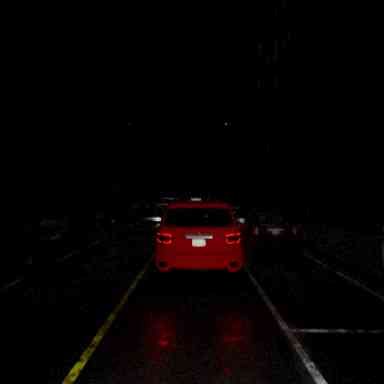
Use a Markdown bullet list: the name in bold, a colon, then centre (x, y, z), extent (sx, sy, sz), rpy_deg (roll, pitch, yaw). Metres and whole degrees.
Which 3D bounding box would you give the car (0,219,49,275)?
- **car**: centre (-5.586, 1.585, 8.363), extent (1.947, 1.339, 4.313), rpy_deg (0, 0, 1)

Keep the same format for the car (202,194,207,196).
- **car**: centre (3.739, 1.660, 72.854), extent (1.967, 1.590, 4.097), rpy_deg (0, 0, 1)

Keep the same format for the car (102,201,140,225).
- **car**: centre (-5.390, 1.626, 24.866), extent (1.947, 1.339, 4.313), rpy_deg (0, 0, 1)

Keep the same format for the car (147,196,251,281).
- **car**: centre (0.201, 1.243, 10.053), extent (2.150, 2.045, 5.566), rpy_deg (0, -1, 1)

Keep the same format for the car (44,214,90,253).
- **car**: centre (-5.520, 1.615, 13.864), extent (1.802, 1.307, 4.206), rpy_deg (0, 0, 1)

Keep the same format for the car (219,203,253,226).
- **car**: centre (3.134, 1.612, 24.765), extent (2.008, 1.369, 4.403), rpy_deg (0, 0, 1)

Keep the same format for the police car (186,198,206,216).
- **police car**: centre (0.401, 1.512, 34.912), extent (1.930, 1.638, 5.238), rpy_deg (0, 0, 0)

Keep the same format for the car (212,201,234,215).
- **car**: centre (3.265, 1.656, 35.766), extent (1.947, 1.339, 4.313), rpy_deg (0, 0, 1)

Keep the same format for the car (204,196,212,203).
- **car**: centre (3.815, 1.769, 78.432), extent (1.752, 1.417, 4.829), rpy_deg (0, 0, 1)

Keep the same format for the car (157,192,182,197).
- **car**: centre (-2.581, 0.971, 36.581), extent (2.150, 2.045, 5.566), rpy_deg (0, 0, 1)

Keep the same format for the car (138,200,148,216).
- **car**: centre (-5.325, 1.657, 30.367), extent (1.802, 1.307, 4.206), rpy_deg (0, 0, 1)

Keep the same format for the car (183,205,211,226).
- **car**: centre (0.378, 1.661, 24.648), extent (1.895, 1.301, 4.718), rpy_deg (0, 0, 1)

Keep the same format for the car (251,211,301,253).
- **car**: centre (3.004, 1.473, 13.763), extent (1.967, 1.590, 4.097), rpy_deg (0, 0, 1)
